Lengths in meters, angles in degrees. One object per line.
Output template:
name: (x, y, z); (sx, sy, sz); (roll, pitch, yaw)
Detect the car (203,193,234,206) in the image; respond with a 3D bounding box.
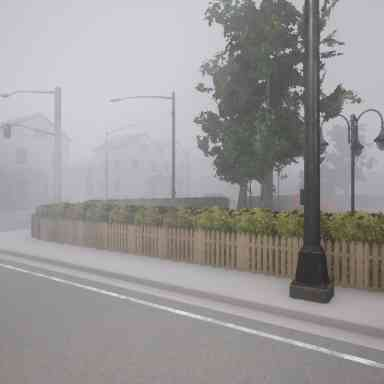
car: (3.515, 1.221, 48.168); (2.150, 2.045, 5.566); (0, 0, 35)

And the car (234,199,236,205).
car: (6.004, 1.568, 57.877); (1.994, 1.385, 4.181); (0, 0, 35)
